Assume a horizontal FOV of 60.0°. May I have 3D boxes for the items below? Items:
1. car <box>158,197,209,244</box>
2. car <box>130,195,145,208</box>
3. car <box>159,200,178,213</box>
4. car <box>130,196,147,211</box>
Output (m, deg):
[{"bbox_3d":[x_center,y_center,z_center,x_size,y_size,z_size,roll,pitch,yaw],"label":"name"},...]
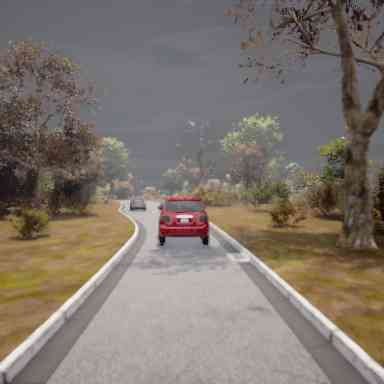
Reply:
[{"bbox_3d":[-0.456,1.231,15.932,2.150,2.045,5.566,0,0,-3],"label":"car"},{"bbox_3d":[-8.042,1.379,49.154,2.097,1.767,4.553,0,0,-11],"label":"car"},{"bbox_3d":[-2.831,1.625,38.997,1.895,1.301,4.718,0,0,-8],"label":"car"},{"bbox_3d":[-6.640,1.588,41.101,1.994,1.385,4.181,0,0,-10],"label":"car"}]
